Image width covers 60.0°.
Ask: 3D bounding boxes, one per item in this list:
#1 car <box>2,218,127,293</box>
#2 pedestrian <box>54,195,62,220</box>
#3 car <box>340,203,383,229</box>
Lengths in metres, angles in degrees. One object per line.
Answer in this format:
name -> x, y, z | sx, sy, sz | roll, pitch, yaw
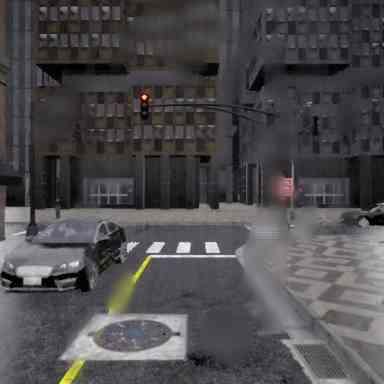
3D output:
car -> -3.085, 1.491, 9.009 | 2.128, 1.511, 4.902 | 0, 0, 2
pedestrian -> -9.824, 1.153, 24.365 | 0.375, 1.860, 0.375 | 0, 0, 1
car -> 12.044, 1.459, 21.073 | 5.008, 1.535, 1.882 | -1, 0, 1
